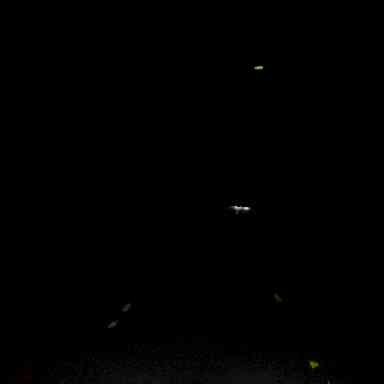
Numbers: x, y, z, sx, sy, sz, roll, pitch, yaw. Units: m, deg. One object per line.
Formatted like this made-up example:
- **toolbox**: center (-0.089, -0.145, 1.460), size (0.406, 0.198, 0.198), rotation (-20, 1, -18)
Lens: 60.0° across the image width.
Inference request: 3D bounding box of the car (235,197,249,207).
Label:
- **car**: center (7.425, 1.442, 49.604), size (2.033, 1.411, 5.357), rotation (1, 1, 11)

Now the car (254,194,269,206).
- **car**: center (11.462, 1.414, 54.276), size (1.882, 1.535, 5.008), rotation (1, 1, 10)

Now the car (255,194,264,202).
- **car**: center (14.360, 1.307, 71.180), size (1.837, 1.490, 4.892), rotation (1, 1, 10)
